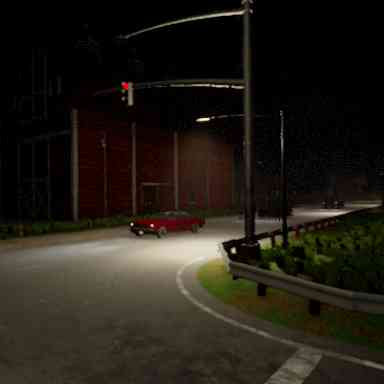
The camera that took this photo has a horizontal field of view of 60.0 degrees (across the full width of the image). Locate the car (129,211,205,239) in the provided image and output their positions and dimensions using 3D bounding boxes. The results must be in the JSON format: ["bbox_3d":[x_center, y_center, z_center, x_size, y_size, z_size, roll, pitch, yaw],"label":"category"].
[{"bbox_3d":[-1.310,1.777,18.806,1.895,1.301,4.718,-1,-1,37],"label":"car"}]

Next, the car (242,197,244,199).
[{"bbox_3d":[14.312,2.045,88.059,1.784,1.438,3.905,-1,-1,36],"label":"car"}]

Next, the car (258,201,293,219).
[{"bbox_3d":[7.910,1.651,31.241,1.882,1.535,5.008,-1,0,37],"label":"car"}]

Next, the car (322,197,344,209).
[{"bbox_3d":[20.374,1.526,47.892,2.097,1.767,4.553,-1,-1,37],"label":"car"}]
